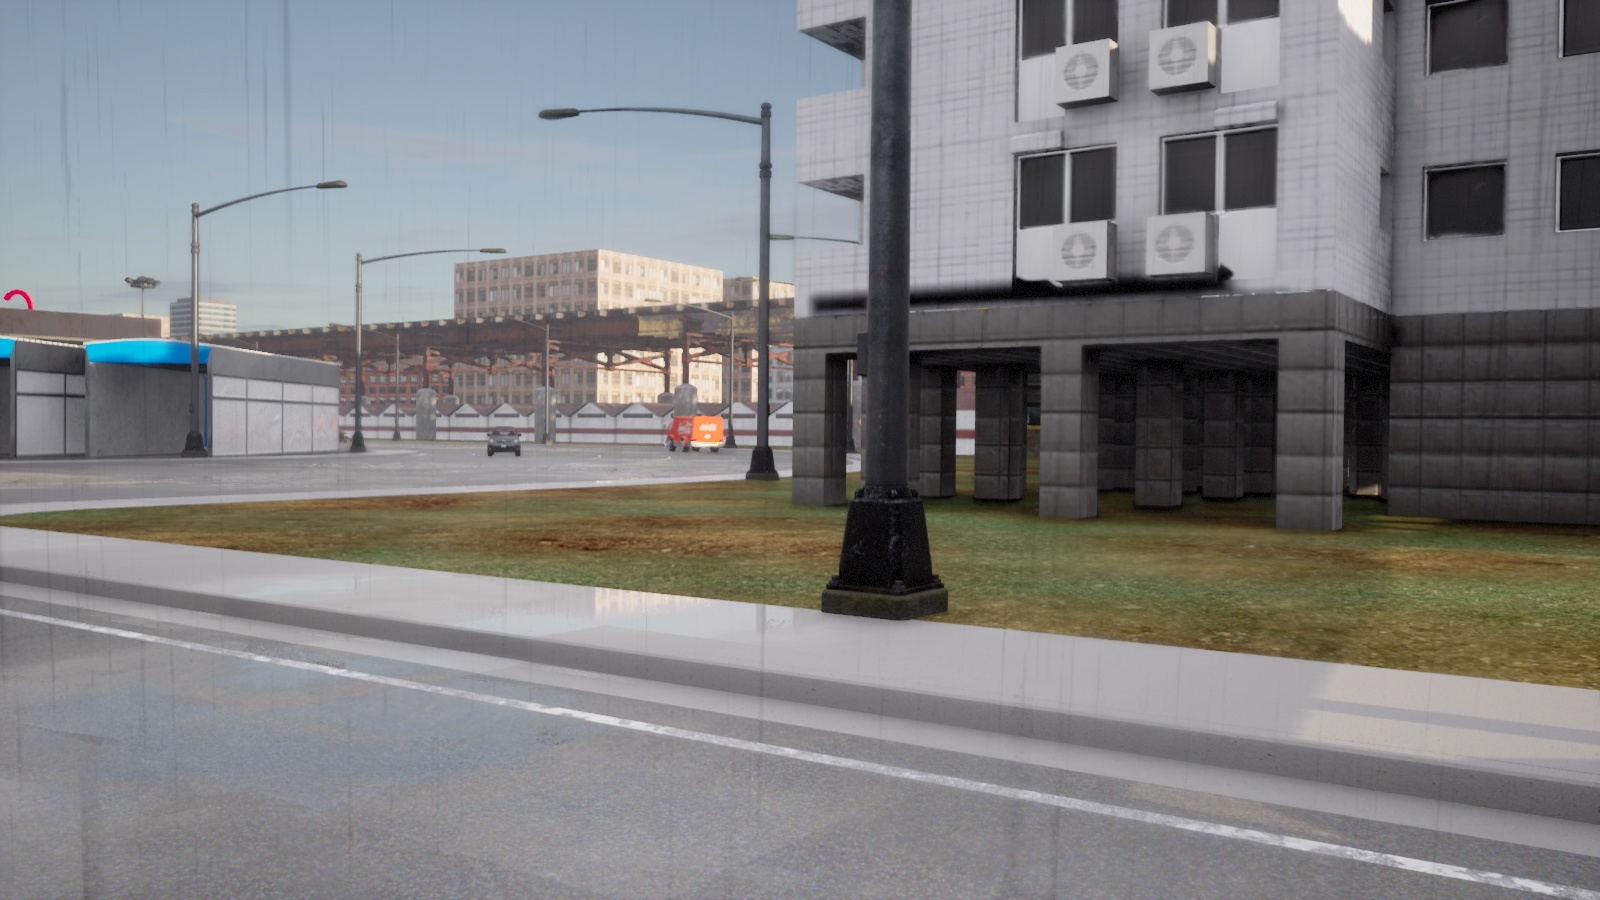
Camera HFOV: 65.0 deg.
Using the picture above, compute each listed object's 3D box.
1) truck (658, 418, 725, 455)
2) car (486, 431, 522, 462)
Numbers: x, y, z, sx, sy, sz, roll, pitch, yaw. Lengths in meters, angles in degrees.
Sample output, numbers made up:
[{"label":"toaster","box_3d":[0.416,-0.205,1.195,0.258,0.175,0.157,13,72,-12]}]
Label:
[{"label":"truck","box_3d":[-7.410,-0.915,85.317,2.627,2.467,5.204,0,1,-29]},{"label":"car","box_3d":[-16.090,-0.221,68.379,1.851,1.617,3.988,-1,1,-13]}]
